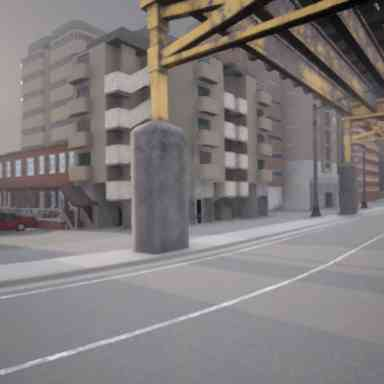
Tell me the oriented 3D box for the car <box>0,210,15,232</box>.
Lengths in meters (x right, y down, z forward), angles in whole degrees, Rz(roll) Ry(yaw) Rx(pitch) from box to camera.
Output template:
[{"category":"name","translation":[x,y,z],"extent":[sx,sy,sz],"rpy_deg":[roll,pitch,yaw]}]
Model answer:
[{"category":"car","translation":[-15.958,2.222,25.261],"extent":[1.851,1.617,3.988],"rpy_deg":[-1,-1,39]}]

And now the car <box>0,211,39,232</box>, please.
[{"category":"car","translation":[-13.691,2.177,23.293],"extent":[2.033,1.415,5.357],"rpy_deg":[-1,-1,39]}]
